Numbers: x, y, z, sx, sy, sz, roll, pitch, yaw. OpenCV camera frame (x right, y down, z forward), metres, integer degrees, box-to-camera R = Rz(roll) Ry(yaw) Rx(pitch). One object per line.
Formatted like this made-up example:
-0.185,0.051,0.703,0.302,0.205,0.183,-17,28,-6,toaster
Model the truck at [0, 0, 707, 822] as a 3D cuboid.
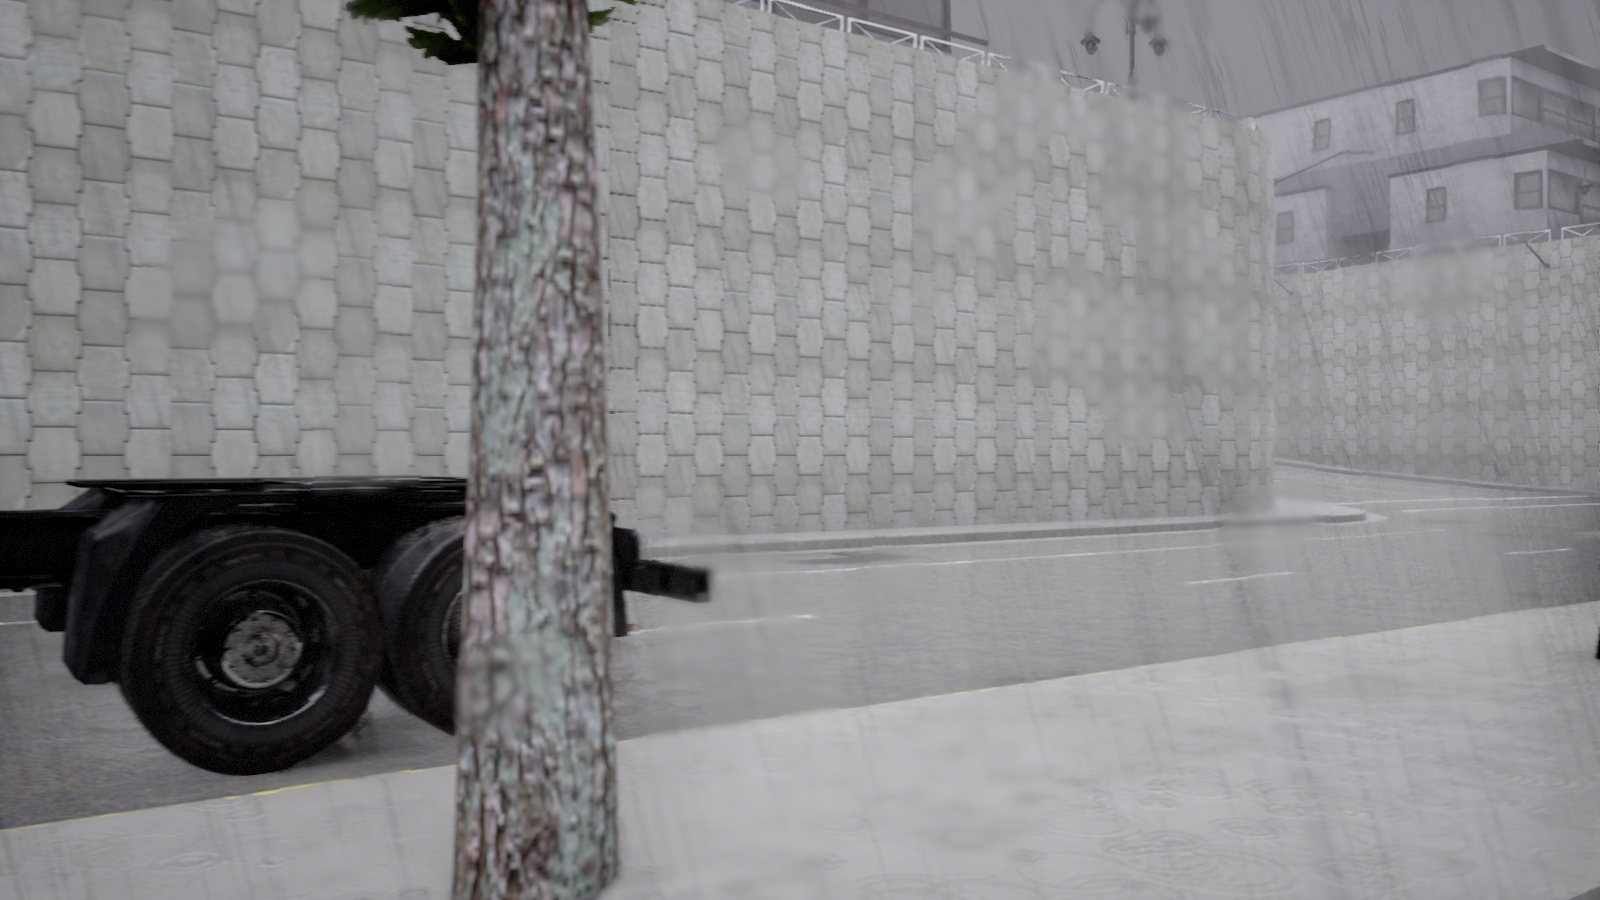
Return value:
-4.605,-0.213,5.940,7.936,3.462,2.891,0,0,-35,truck
